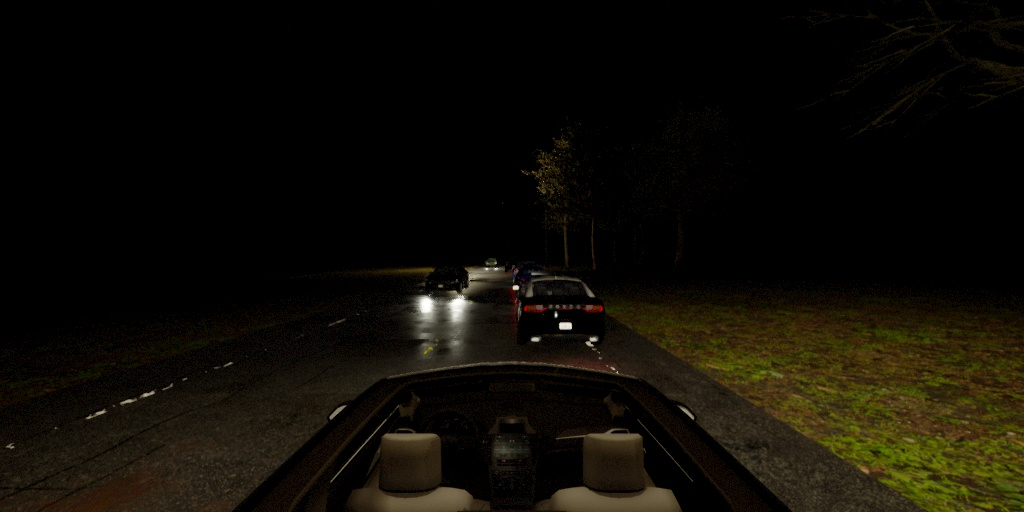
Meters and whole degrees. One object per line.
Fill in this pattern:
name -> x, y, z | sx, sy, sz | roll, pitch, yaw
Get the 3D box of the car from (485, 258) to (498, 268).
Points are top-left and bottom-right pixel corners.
car -> -3.549, 1.183, 62.361 | 2.097, 1.767, 4.553 | 0, 0, 0

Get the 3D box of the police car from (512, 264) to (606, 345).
police car -> 1.053, 1.175, 9.635 | 1.930, 1.638, 5.238 | 0, 0, 0

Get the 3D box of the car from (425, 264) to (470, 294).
car -> -3.592, 1.240, 20.561 | 1.882, 1.535, 5.008 | 0, 0, 0

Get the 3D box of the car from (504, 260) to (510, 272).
car -> 0.041, 1.330, 46.810 | 1.837, 1.490, 4.892 | 0, 0, 0

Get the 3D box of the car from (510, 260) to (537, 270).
car -> 1.059, 1.125, 25.497 | 2.097, 1.767, 4.553 | 0, 0, 0

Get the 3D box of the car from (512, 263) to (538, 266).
car -> 1.057, 1.287, 19.526 | 1.812, 1.442, 4.674 | 0, 0, 0
